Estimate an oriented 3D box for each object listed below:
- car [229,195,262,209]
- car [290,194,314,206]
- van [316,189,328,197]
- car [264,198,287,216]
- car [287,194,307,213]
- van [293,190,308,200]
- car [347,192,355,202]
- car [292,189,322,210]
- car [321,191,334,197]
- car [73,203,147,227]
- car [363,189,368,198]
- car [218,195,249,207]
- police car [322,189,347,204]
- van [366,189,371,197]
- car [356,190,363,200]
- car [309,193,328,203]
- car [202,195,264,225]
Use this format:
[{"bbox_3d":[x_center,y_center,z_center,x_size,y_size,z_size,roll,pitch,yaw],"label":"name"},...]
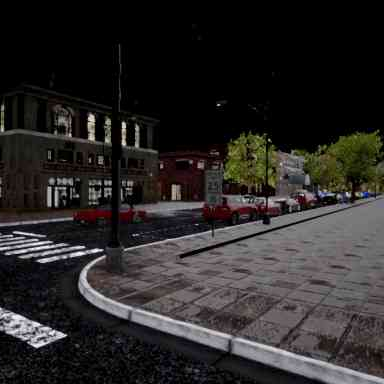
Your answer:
[{"bbox_3d":[6.069,1.077,37.458,1.812,1.442,4.674,1,1,35],"label":"car"},{"bbox_3d":[14.920,0.971,44.790,1.812,1.442,4.674,1,1,35],"label":"car"},{"bbox_3d":[30.206,0.297,77.190,1.690,1.788,3.998,1,2,34],"label":"van"},{"bbox_3d":[5.754,1.152,26.763,1.967,1.590,4.097,1,1,34],"label":"car"},{"bbox_3d":[8.890,1.195,31.336,2.008,1.369,4.403,1,2,34],"label":"car"},{"bbox_3d":[20.796,0.504,63.481,1.690,1.788,3.998,1,2,34],"label":"van"},{"bbox_3d":[23.634,0.690,52.083,2.097,1.767,4.553,1,1,34],"label":"car"},{"bbox_3d":[12.029,0.893,35.901,2.192,1.841,5.009,1,2,34],"label":"car"},{"bbox_3d":[33.340,0.437,81.765,2.008,1.369,4.403,1,2,34],"label":"car"},{"bbox_3d":[-5.123,1.390,21.172,1.895,1.301,4.718,1,1,34],"label":"car"},{"bbox_3d":[34.080,0.623,68.033,1.752,1.417,4.829,1,2,34],"label":"car"},{"bbox_3d":[5.110,1.069,40.638,1.947,1.339,4.313,1,2,34],"label":"car"},{"bbox_3d":[19.769,0.847,46.415,1.930,1.638,5.238,1,1,34],"label":"police car"},{"bbox_3d":[40.260,0.302,77.029,1.690,1.788,3.998,1,2,34],"label":"van"},{"bbox_3d":[30.846,0.751,63.325,1.802,1.307,4.206,1,2,34],"label":"car"},{"bbox_3d":[19.923,0.861,52.179,1.812,1.442,4.674,1,1,34],"label":"car"},{"bbox_3d":[2.618,1.093,22.191,2.192,1.841,5.009,1,1,34],"label":"car"}]
